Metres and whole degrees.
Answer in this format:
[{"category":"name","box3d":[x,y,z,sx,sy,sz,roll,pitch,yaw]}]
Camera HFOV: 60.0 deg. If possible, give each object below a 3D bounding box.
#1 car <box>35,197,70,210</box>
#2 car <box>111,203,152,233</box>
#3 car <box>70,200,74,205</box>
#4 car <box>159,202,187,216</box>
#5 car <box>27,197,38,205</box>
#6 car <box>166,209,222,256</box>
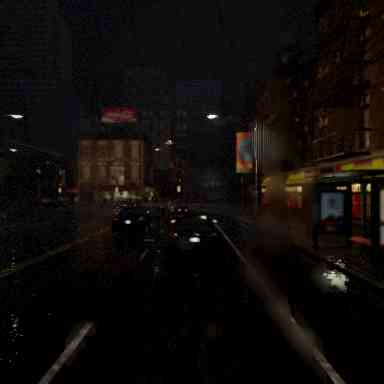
[{"category":"car","box3d":[-19.190,1.737,45.794,4.718,1.301,1.895,0,0,41]},{"category":"car","box3d":[-3.570,1.625,20.181,1.994,1.385,4.181,0,0,-2]},{"category":"car","box3d":[-23.987,1.778,61.307,4.718,1.301,1.895,0,0,30]},{"category":"car","box3d":[-1.778,1.642,31.409,2.033,1.411,5.357,0,0,-16]},{"category":"car","box3d":[-29.291,1.709,63.475,4.674,1.452,2.002,0,0,20]},{"category":"car","box3d":[0.090,1.604,13.320,1.994,1.385,4.181,0,0,0]}]
